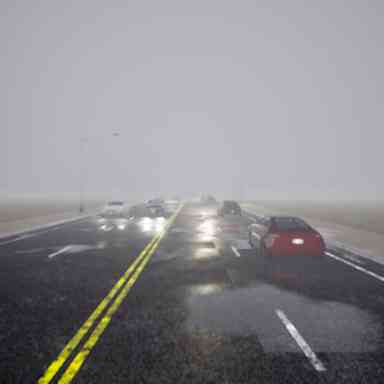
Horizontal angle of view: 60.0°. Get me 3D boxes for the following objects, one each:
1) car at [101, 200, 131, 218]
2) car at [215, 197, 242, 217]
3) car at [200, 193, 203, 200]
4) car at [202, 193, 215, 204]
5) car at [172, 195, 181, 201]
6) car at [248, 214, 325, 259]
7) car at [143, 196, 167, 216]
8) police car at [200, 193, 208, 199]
[{"bbox_3d":[-6.604,1.430,29.357,1.812,1.442,4.674,0,0,0],"label":"car"},{"bbox_3d":[3.330,1.429,29.792,1.812,1.442,4.674,0,0,0],"label":"car"},{"bbox_3d":[3.234,1.201,69.303,2.033,1.649,4.856,0,0,0],"label":"car"},{"bbox_3d":[3.237,1.333,58.304,1.812,1.442,4.674,0,0,0],"label":"car"},{"bbox_3d":[-3.266,1.278,71.430,2.033,1.411,5.357,0,0,0],"label":"car"},{"bbox_3d":[3.348,1.525,12.514,1.994,1.385,4.181,0,0,0],"label":"car"},{"bbox_3d":[-3.353,1.390,31.016,2.128,1.511,4.902,0,0,0],"label":"car"},{"bbox_3d":[3.230,1.197,91.304,2.038,1.542,4.974,0,0,0],"label":"police car"}]
